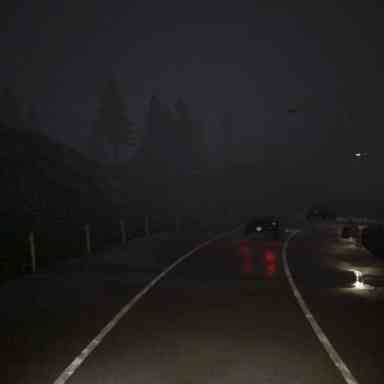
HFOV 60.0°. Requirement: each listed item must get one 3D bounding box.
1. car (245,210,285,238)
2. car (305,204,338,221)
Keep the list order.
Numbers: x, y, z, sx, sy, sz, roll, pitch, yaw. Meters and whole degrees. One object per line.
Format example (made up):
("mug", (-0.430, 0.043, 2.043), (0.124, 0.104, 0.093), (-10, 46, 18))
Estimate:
("car", (4.361, 1.795, 19.657), (1.812, 1.442, 4.674), (2, 0, 21))
("car", (13.623, 2.029, 34.760), (2.097, 1.767, 4.553), (4, 1, 39))
